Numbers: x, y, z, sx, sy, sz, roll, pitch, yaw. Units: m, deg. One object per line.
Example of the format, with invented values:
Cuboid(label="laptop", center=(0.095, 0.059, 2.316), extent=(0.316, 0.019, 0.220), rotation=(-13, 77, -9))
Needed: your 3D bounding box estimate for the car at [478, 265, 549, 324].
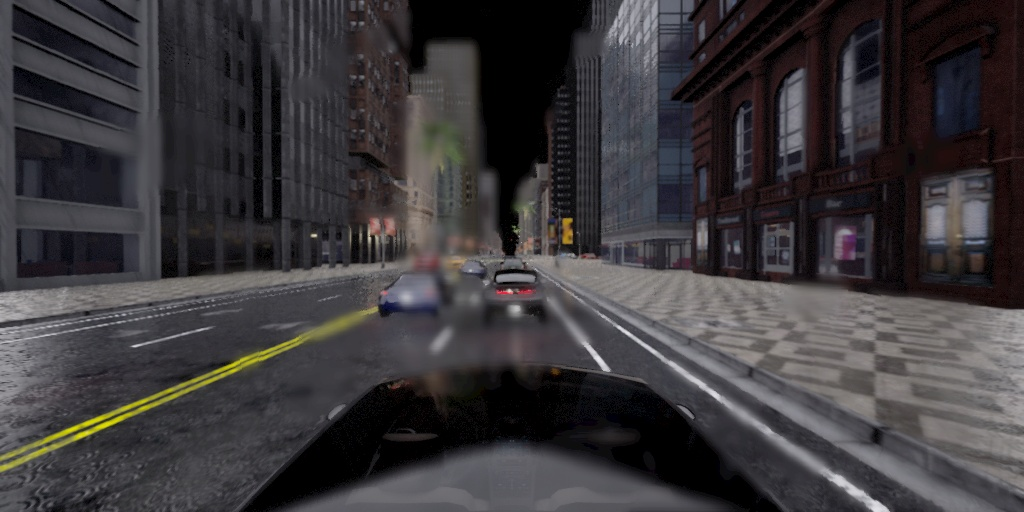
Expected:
Cuboid(label="car", center=(0.114, 1.161, 11.549), extent=(1.837, 1.490, 4.892), rotation=(0, -1, 0))

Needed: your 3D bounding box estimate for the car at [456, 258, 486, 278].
Cuboid(label="car", center=(-3.111, 1.062, 29.545), extent=(1.994, 1.385, 4.181), rotation=(0, 0, 0))

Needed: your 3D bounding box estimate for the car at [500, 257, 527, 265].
Cuboid(label="car", center=(0.127, 0.858, 28.986), extent=(2.097, 1.767, 4.553), rotation=(0, 1, 1))

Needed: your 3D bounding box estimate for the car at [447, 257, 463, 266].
Cuboid(label="car", center=(-6.533, 0.858, 42.802), extent=(1.882, 1.535, 5.008), rotation=(0, 0, 0))

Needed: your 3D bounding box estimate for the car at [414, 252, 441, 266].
Cuboid(label="car", center=(-9.788, 0.610, 41.891), extent=(2.150, 2.045, 5.566), rotation=(0, 1, 0))

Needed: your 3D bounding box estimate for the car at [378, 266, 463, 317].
Cuboid(label="car", center=(-3.134, 1.214, 12.674), extent=(1.994, 1.385, 4.181), rotation=(0, 0, 0))
